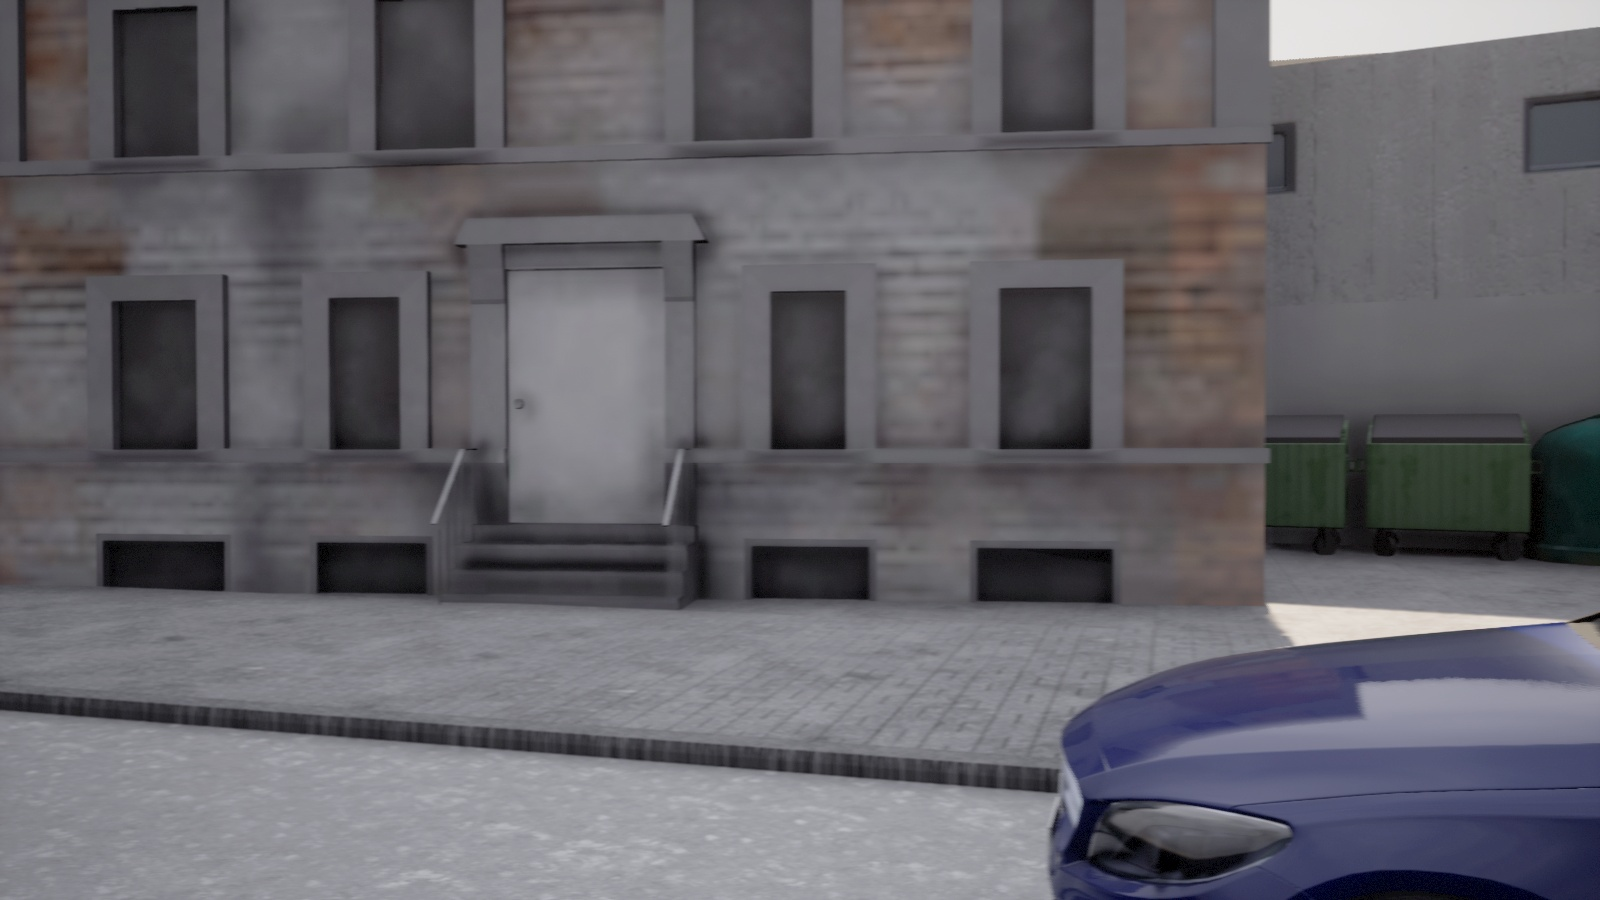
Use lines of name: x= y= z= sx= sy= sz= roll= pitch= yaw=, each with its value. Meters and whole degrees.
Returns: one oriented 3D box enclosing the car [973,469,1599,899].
car: x=2.852 y=0.822 z=2.770 sx=4.674 sy=1.442 sz=1.812 roll=1 pitch=1 yaw=16
